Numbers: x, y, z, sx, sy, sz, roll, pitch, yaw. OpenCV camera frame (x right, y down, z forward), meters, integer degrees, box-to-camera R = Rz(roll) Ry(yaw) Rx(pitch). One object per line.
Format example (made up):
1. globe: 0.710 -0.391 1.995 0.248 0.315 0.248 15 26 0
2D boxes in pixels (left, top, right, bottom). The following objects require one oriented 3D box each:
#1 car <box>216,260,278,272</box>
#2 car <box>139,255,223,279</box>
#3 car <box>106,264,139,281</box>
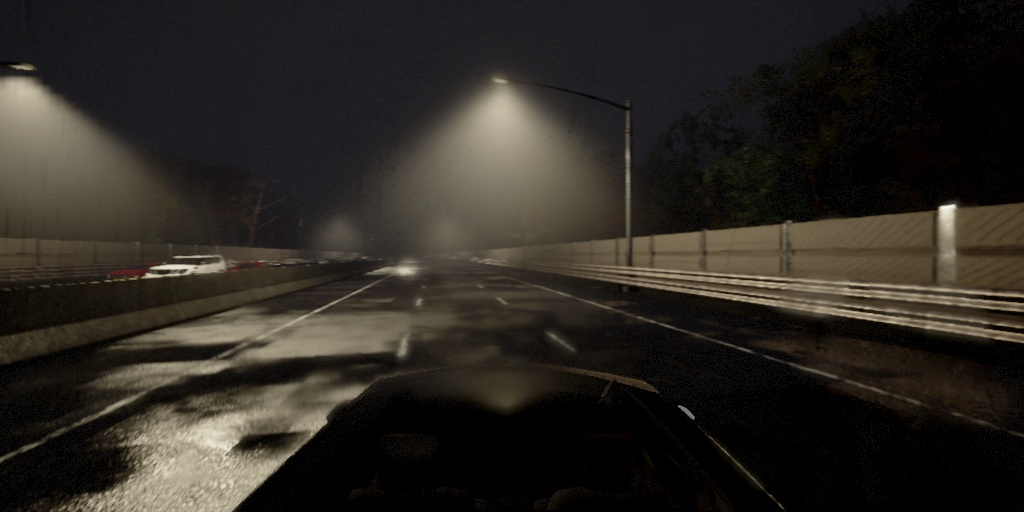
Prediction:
1. car: -18.983 1.210 26.302 1.882 1.535 5.008 0 0 -12
2. car: -22.272 0.969 24.919 2.150 2.045 5.566 0 0 -12
3. car: -25.998 1.233 25.561 1.882 1.535 5.008 0 0 -12
